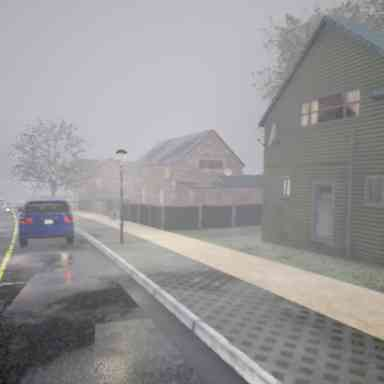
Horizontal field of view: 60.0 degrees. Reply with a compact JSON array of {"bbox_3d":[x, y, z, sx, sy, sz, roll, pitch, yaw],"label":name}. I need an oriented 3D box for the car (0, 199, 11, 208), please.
[{"bbox_3d":[-32.059,1.967,56.521,1.837,1.490,4.892,0,-1,-29],"label":"car"}]

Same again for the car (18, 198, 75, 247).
[{"bbox_3d":[-6.922,1.287,15.791,2.150,2.045,5.566,0,0,-26],"label":"car"}]
